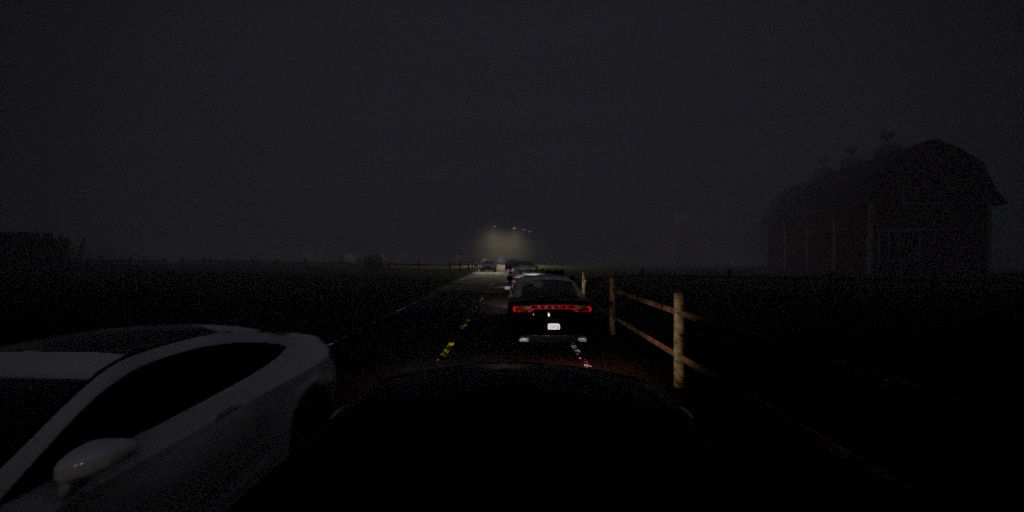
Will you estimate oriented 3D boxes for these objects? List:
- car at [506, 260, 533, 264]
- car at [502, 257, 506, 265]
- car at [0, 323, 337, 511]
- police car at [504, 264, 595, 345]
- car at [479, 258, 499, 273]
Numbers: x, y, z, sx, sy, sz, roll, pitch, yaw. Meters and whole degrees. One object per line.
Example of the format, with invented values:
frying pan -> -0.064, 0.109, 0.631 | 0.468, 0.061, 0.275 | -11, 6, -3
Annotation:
car -> 0.806, 1.099, 25.467 | 2.097, 1.767, 4.553 | 0, 0, 0
car -> 0.020, 1.220, 49.789 | 1.882, 1.535, 5.008 | 0, 0, 0
car -> -2.850, 1.276, 2.238 | 1.812, 1.442, 4.674 | 0, 0, 0
police car -> 0.819, 1.174, 9.607 | 1.930, 1.638, 5.238 | 0, 0, 0
car -> -2.881, 1.269, 44.220 | 1.812, 1.442, 4.674 | 0, 0, 0
